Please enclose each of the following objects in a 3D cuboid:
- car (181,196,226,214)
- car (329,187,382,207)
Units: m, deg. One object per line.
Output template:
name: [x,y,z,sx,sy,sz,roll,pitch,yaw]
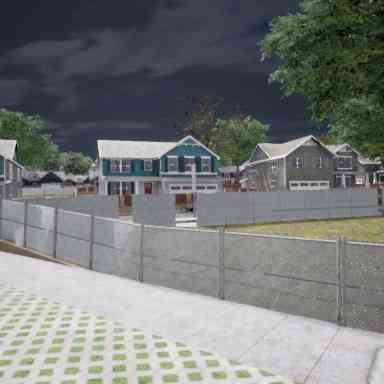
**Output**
car: [1.924,0.875,24.918,5.357,1.411,2.033,-2,0,-18]
car: [12.193,0.380,24.948,4.553,1.767,2.097,-2,0,-16]
